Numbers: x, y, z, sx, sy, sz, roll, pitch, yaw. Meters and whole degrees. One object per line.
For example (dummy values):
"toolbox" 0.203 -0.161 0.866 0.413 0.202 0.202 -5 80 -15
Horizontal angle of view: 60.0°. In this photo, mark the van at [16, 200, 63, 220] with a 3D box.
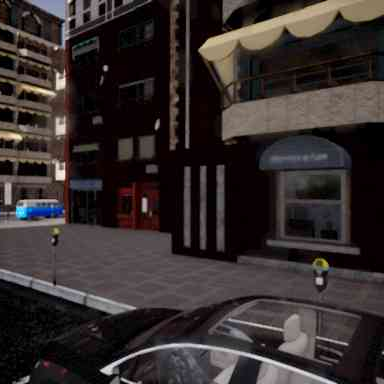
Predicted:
"van" -13.769 1.623 30.213 1.690 1.788 3.998 -1 -2 35

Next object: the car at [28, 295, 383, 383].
"car" 0.475 1.548 2.535 4.403 1.369 2.008 0 0 36
